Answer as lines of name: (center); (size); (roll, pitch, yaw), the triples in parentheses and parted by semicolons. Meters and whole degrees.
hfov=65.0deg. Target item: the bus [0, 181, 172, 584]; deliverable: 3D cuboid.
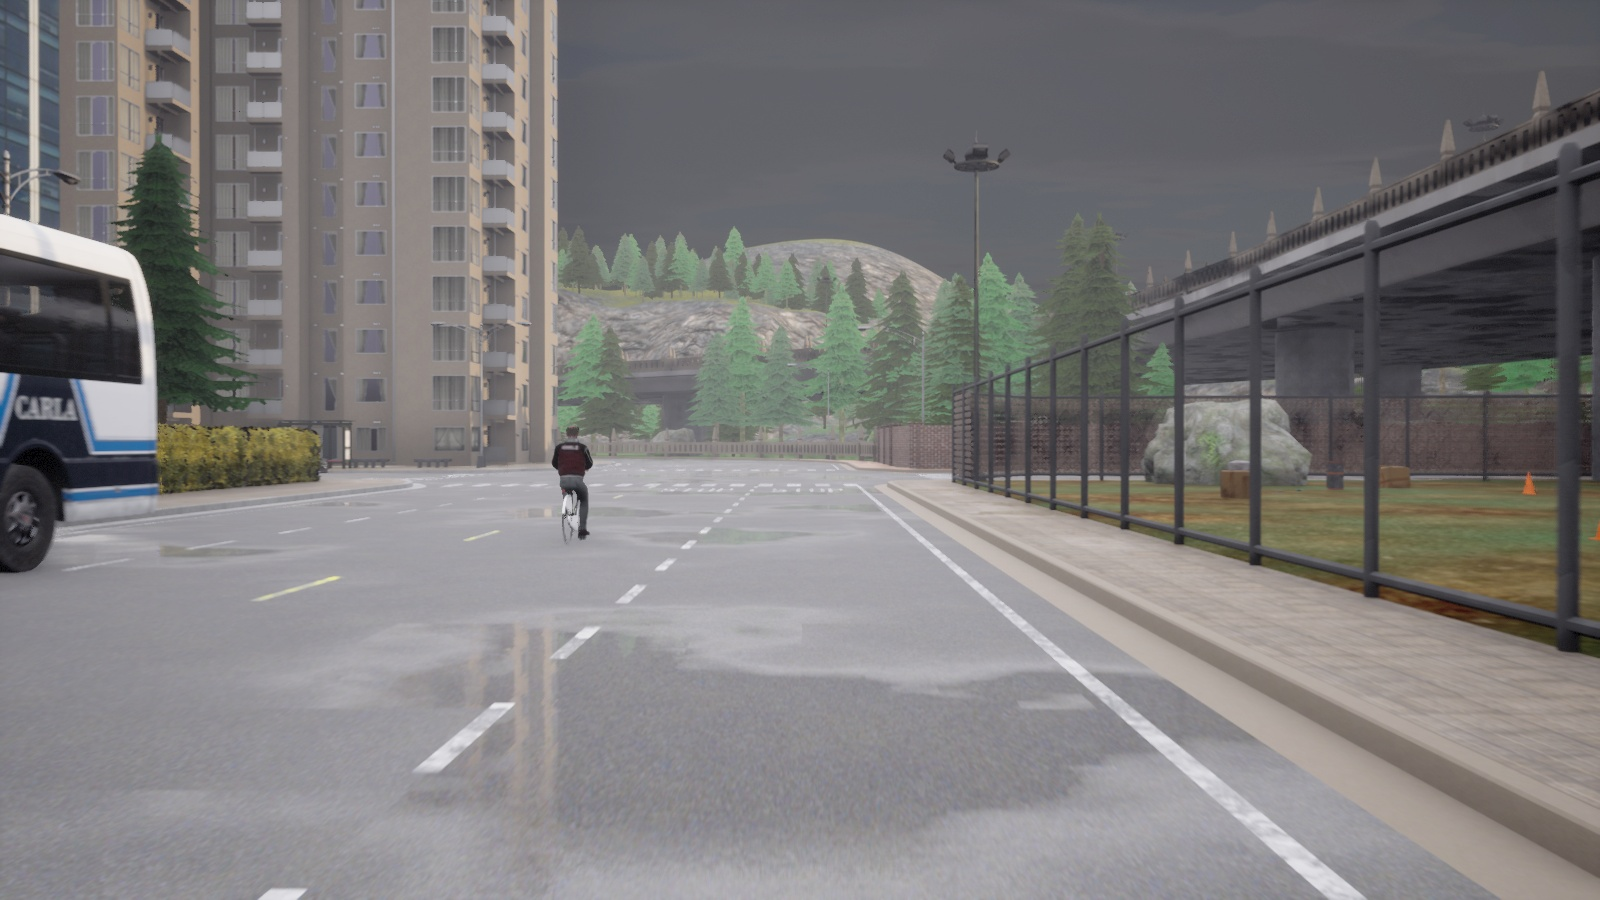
bus: (-10.417, -0.704, 11.707); (3.944, 4.253, 10.273); (0, 0, 0)

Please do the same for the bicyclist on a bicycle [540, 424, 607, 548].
bicyclist on a bicycle: (-3.378, 0.508, 18.871); (0.659, 1.776, 1.843); (0, 1, 0)
